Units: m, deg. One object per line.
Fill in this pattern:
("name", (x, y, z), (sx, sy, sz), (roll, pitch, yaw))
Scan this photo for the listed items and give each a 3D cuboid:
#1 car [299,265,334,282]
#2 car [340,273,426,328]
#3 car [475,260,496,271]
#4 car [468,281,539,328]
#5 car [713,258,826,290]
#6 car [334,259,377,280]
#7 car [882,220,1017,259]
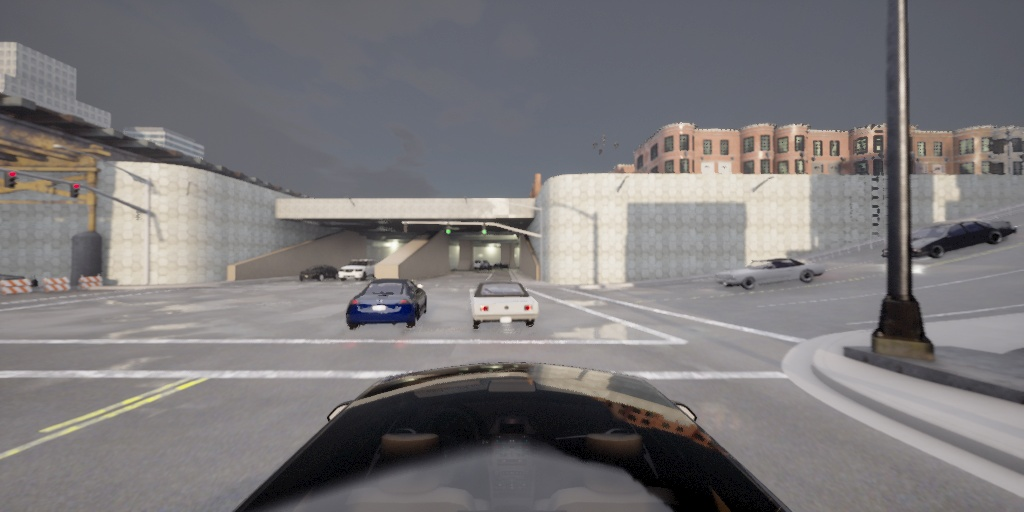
("car", (-18.286, 1.576, 34.274), (1.882, 1.535, 5.008), (0, -1, -1))
("car", (-4.007, 1.434, 11.994), (1.994, 1.385, 4.181), (0, 0, -8))
("car", (-4.788, 1.973, 64.969), (2.033, 1.411, 5.357), (0, -1, 6))
("car", (-0.489, 1.485, 12.092), (1.895, 1.301, 4.718), (0, 0, -8))
("car", (13.087, 0.843, 18.471), (4.718, 1.301, 1.895), (-7, -1, 0))
("car", (-14.805, 1.328, 35.079), (2.150, 2.045, 5.566), (0, -1, -2))
("car", (22.483, -0.945, 18.554), (5.357, 1.411, 2.033), (-13, 0, 0))
